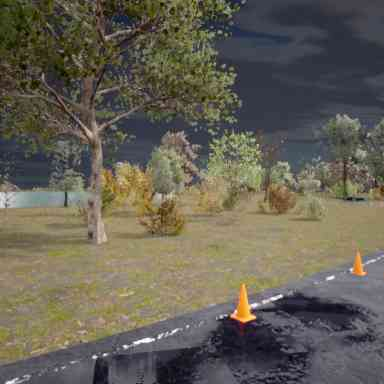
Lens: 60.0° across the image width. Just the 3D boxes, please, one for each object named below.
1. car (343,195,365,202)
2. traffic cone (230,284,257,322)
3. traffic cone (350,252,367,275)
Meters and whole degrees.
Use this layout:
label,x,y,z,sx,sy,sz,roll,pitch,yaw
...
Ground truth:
label,x,y,z,sx,sy,sz,roll,pitch,yaw
car,30.170,1.234,61.965,1.895,1.301,4.718,1,0,-6
traffic cone,0.917,1.951,5.947,0.340,0.580,0.340,0,0,-39
traffic cone,4.560,1.944,9.135,0.340,0.580,0.340,0,0,-43
